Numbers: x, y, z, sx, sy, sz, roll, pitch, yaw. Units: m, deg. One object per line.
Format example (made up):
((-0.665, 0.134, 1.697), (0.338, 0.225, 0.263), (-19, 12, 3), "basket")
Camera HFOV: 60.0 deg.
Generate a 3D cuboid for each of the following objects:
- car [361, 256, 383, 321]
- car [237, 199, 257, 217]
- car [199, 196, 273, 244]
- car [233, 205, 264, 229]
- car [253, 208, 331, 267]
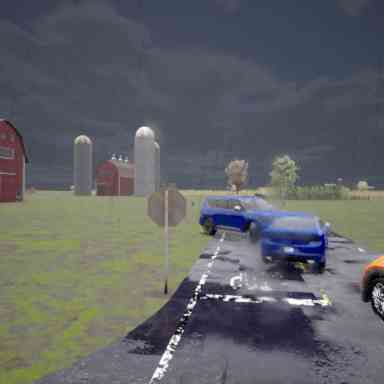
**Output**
((4.541, 1.354, 4.575), (2.097, 1.767, 4.553), (0, 0, -10), "car")
((5.440, 1.501, 33.032), (1.837, 1.490, 4.892), (0, 0, 9), "car")
((2.527, 1.221, 16.414), (2.150, 2.045, 5.566), (0, 0, -33), "car")
((3.811, 1.601, 22.721), (1.895, 1.301, 4.718), (0, 0, 9), "car")
((3.725, 1.481, 11.681), (1.882, 1.535, 5.008), (0, 0, 23), "car")
